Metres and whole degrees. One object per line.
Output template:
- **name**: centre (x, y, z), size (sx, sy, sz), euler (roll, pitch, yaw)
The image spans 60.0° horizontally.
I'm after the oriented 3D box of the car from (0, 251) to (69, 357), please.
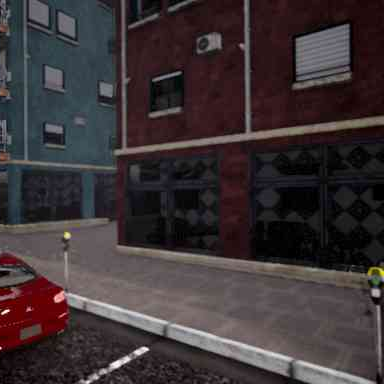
- **car**: centre (-3.696, 1.596, 5.367), size (4.206, 1.307, 1.802), euler (0, -1, 36)
